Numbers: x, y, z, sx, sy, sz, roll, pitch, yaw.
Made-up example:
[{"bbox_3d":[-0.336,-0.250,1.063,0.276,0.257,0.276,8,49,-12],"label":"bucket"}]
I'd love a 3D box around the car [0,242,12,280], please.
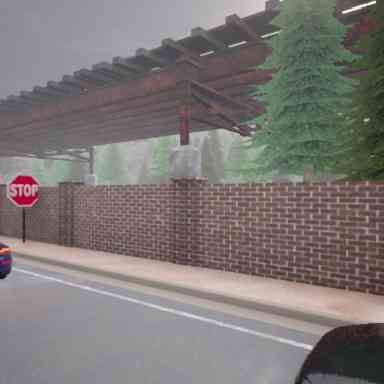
[{"bbox_3d":[-6.429,1.526,8.574,4.674,1.442,1.812,0,0,36],"label":"car"}]

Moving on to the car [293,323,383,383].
[{"bbox_3d":[2.748,1.564,2.027,4.181,1.385,1.994,0,0,36],"label":"car"}]
